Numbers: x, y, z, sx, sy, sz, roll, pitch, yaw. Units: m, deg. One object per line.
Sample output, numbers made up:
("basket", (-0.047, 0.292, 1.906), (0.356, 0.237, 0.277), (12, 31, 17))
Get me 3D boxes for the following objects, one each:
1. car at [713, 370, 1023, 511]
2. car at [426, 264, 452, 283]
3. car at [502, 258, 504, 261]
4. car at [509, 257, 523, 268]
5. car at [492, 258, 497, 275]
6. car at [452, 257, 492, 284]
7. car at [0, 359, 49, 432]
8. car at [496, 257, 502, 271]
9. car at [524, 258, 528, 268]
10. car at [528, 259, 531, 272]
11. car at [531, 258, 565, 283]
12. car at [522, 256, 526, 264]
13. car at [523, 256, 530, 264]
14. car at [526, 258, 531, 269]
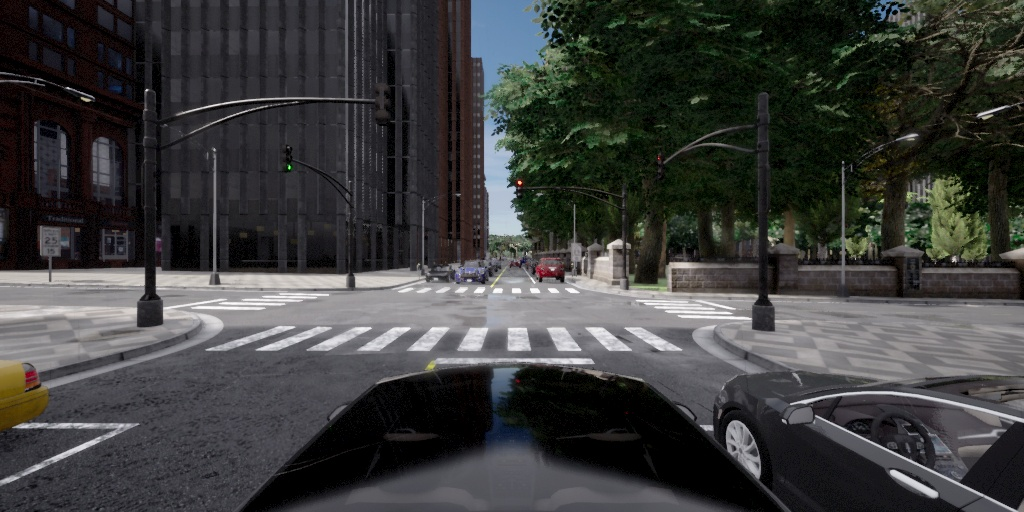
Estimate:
("car", (2.760, 1.300, 1.725), (2.007, 1.370, 4.403), (0, 0, 0))
("car", (-5.554, 1.326, 28.447), (1.948, 1.339, 4.313), (0, 0, 0))
("car", (-2.648, 1.354, 55.439), (1.994, 1.385, 4.181), (0, 0, 1))
("car", (0.554, 1.322, 61.261), (1.812, 1.442, 4.674), (0, 0, 0))
("car", (-2.831, 1.273, 35.953), (1.837, 1.490, 4.892), (0, 0, 1))
("car", (-2.904, 1.111, 26.850), (2.097, 1.767, 4.553), (0, 0, 0))
("car", (-5.766, 1.275, 1.613), (1.751, 1.417, 4.829), (0, 0, 0))
("car", (-2.751, 1.270, 45.450), (2.128, 1.511, 4.902), (0, 0, 0))
("car", (3.143, 1.334, 50.214), (2.007, 1.370, 4.403), (0, 0, 0))
("car", (3.057, 1.337, 39.301), (1.948, 1.339, 4.313), (0, 0, 0))
("car", (2.971, 1.075, 28.389), (2.192, 1.841, 5.009), (0, 0, 0))
("car", (3.229, 1.236, 61.126), (1.967, 1.591, 4.097), (0, 0, 0))
("car", (3.186, 1.230, 55.670), (1.967, 1.591, 4.097), (0, 0, 0))
("car", (3.100, 1.328, 44.757), (2.007, 1.370, 4.403), (0, 0, 0))
